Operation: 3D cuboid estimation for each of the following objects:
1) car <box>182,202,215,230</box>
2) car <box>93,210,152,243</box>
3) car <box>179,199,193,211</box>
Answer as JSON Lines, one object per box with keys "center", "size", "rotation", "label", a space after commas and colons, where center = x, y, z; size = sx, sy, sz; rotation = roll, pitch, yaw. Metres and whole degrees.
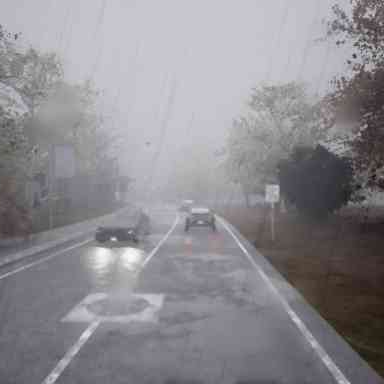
{"center": [0.526, 1.589, 21.498], "size": [1.812, 1.442, 4.674], "rotation": [0, 0, 1], "label": "car"}
{"center": [-3.184, 1.592, 16.515], "size": [2.033, 1.411, 5.357], "rotation": [0, 0, 2], "label": "car"}
{"center": [-0.633, 1.667, 43.258], "size": [1.812, 1.442, 4.674], "rotation": [1, 0, -7], "label": "car"}
